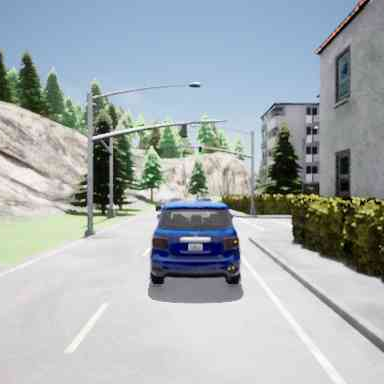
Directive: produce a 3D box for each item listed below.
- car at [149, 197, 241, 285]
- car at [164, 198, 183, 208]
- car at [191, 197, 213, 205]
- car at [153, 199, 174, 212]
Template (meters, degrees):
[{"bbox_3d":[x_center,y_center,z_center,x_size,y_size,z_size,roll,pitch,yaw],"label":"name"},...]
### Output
[{"bbox_3d":[0.089,1.258,9.763,2.150,2.045,5.566,0,0,0],"label":"car"},{"bbox_3d":[-2.787,1.686,51.968,1.837,1.490,4.892,0,0,11],"label":"car"},{"bbox_3d":[2.001,1.718,64.890,2.128,1.511,4.902,0,0,33],"label":"car"},{"bbox_3d":[-3.442,1.637,41.617,2.128,1.511,4.902,0,0,1],"label":"car"}]
